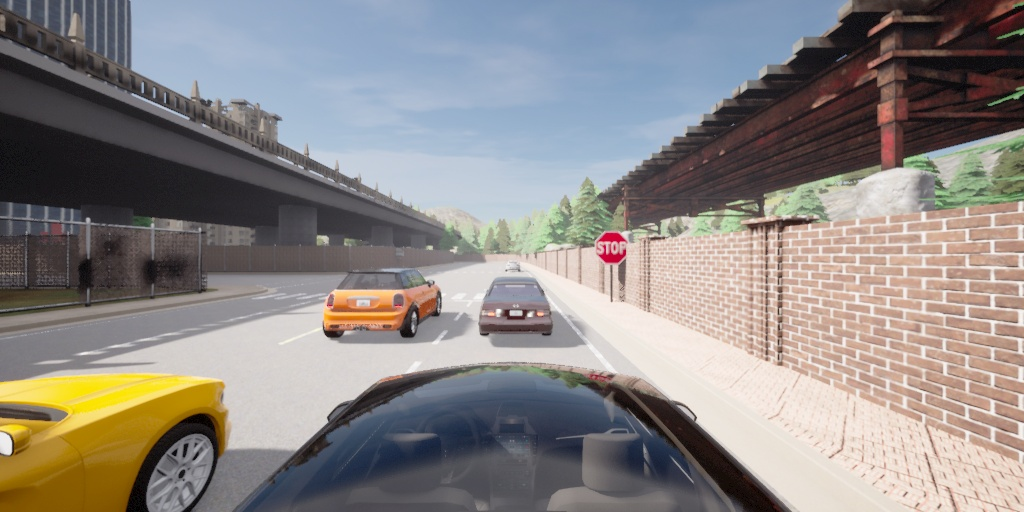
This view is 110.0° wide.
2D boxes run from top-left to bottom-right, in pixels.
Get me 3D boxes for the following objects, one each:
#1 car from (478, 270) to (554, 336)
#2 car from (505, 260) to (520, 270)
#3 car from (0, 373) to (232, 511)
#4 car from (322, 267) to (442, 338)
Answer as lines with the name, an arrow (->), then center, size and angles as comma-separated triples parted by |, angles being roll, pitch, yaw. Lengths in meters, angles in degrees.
car -> 0.088, 1.297, 10.369 | 2.033, 1.411, 5.357 | 0, 0, 0
car -> 0.113, 1.273, 46.245 | 1.812, 1.442, 4.674 | 0, 0, -1
car -> -3.397, 1.228, 1.092 | 1.882, 1.535, 5.008 | 0, 0, 0
car -> -3.413, 1.101, 10.350 | 2.097, 1.767, 4.553 | 0, 0, 0
